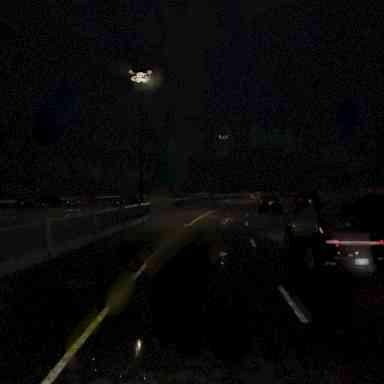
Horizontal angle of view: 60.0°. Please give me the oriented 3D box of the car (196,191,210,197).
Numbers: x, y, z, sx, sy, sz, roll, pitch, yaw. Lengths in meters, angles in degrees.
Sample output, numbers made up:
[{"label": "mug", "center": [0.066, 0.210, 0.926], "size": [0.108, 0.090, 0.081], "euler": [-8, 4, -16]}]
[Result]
[{"label": "car", "center": [2.718, 0.509, 79.218], "size": [1.882, 1.535, 5.008], "euler": [0, 1, 28]}]

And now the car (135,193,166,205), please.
[{"label": "car", "center": [-4.838, 0.884, 41.106], "size": [2.097, 1.767, 4.553], "euler": [0, 1, 16]}]

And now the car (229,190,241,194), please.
[{"label": "car", "center": [10.336, 0.122, 78.584], "size": [2.097, 1.767, 4.553], "euler": [0, 1, 29]}]

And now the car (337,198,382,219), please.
[{"label": "car", "center": [13.621, 1.272, 27.476], "size": [2.033, 1.411, 5.357], "euler": [0, 1, 12]}]

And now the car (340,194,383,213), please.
[{"label": "car", "center": [7.942, 1.088, 13.552], "size": [2.150, 2.045, 5.566], "euler": [0, 1, 6]}]

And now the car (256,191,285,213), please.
[{"label": "car", "center": [7.521, 1.013, 32.016], "size": [2.097, 1.767, 4.553], "euler": [0, 1, 13]}]

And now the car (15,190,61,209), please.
[{"label": "car", "center": [-16.778, 0.777, 36.606], "size": [2.150, 2.045, 5.566], "euler": [0, 1, 13]}]

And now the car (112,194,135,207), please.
[{"label": "car", "center": [-8.234, 1.019, 41.966], "size": [1.837, 1.490, 4.892], "euler": [0, 1, 16]}]

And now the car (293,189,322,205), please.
[{"label": "car", "center": [11.115, 0.888, 32.204], "size": [2.150, 2.045, 5.566], "euler": [0, 1, 13]}]

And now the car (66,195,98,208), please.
[{"label": "car", "center": [-12.647, 1.066, 38.788], "size": [1.812, 1.442, 4.674], "euler": [0, 1, 14]}]

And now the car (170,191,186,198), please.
[{"label": "car", "center": [-3.124, 0.591, 75.475], "size": [1.882, 1.535, 5.008], "euler": [0, 1, 26]}]

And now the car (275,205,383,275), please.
[{"label": "car", "center": [4.143, 1.387, 10.188], "size": [2.128, 1.511, 4.902], "euler": [0, 1, 4]}]

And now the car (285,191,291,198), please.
[{"label": "car", "center": [21.749, 0.552, 77.581], "size": [1.837, 1.490, 4.892], "euler": [1, 1, 31]}]

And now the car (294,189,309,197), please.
[{"label": "car", "center": [29.328, 0.151, 89.049], "size": [2.150, 2.045, 5.566], "euler": [1, 1, 37]}]

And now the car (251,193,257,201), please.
[{"label": "car", "center": [12.361, 0.796, 61.938], "size": [1.801, 1.575, 5.366], "euler": [0, 1, 24]}]
